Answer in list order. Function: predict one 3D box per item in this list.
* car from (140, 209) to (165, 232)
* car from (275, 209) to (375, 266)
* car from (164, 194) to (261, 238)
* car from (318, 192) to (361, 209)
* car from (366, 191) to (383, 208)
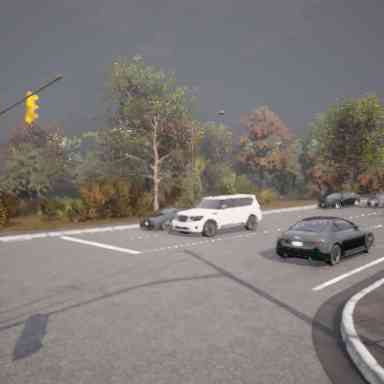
[{"bbox_3d":[-1.155,1.606,20.640,4.181,1.385,1.994,-1,0,-41],"label":"car"},{"bbox_3d":[4.730,1.540,11.653,4.181,1.385,1.994,-1,0,-42],"label":"car"},{"bbox_3d":[1.518,1.216,18.392,5.566,2.045,2.150,-3,1,-41],"label":"car"},{"bbox_3d":[14.337,0.778,32.390,5.008,1.535,1.882,-4,2,-32],"label":"car"},{"bbox_3d":[18.006,0.635,30.539,4.902,1.511,2.128,-4,2,-31],"label":"car"}]
